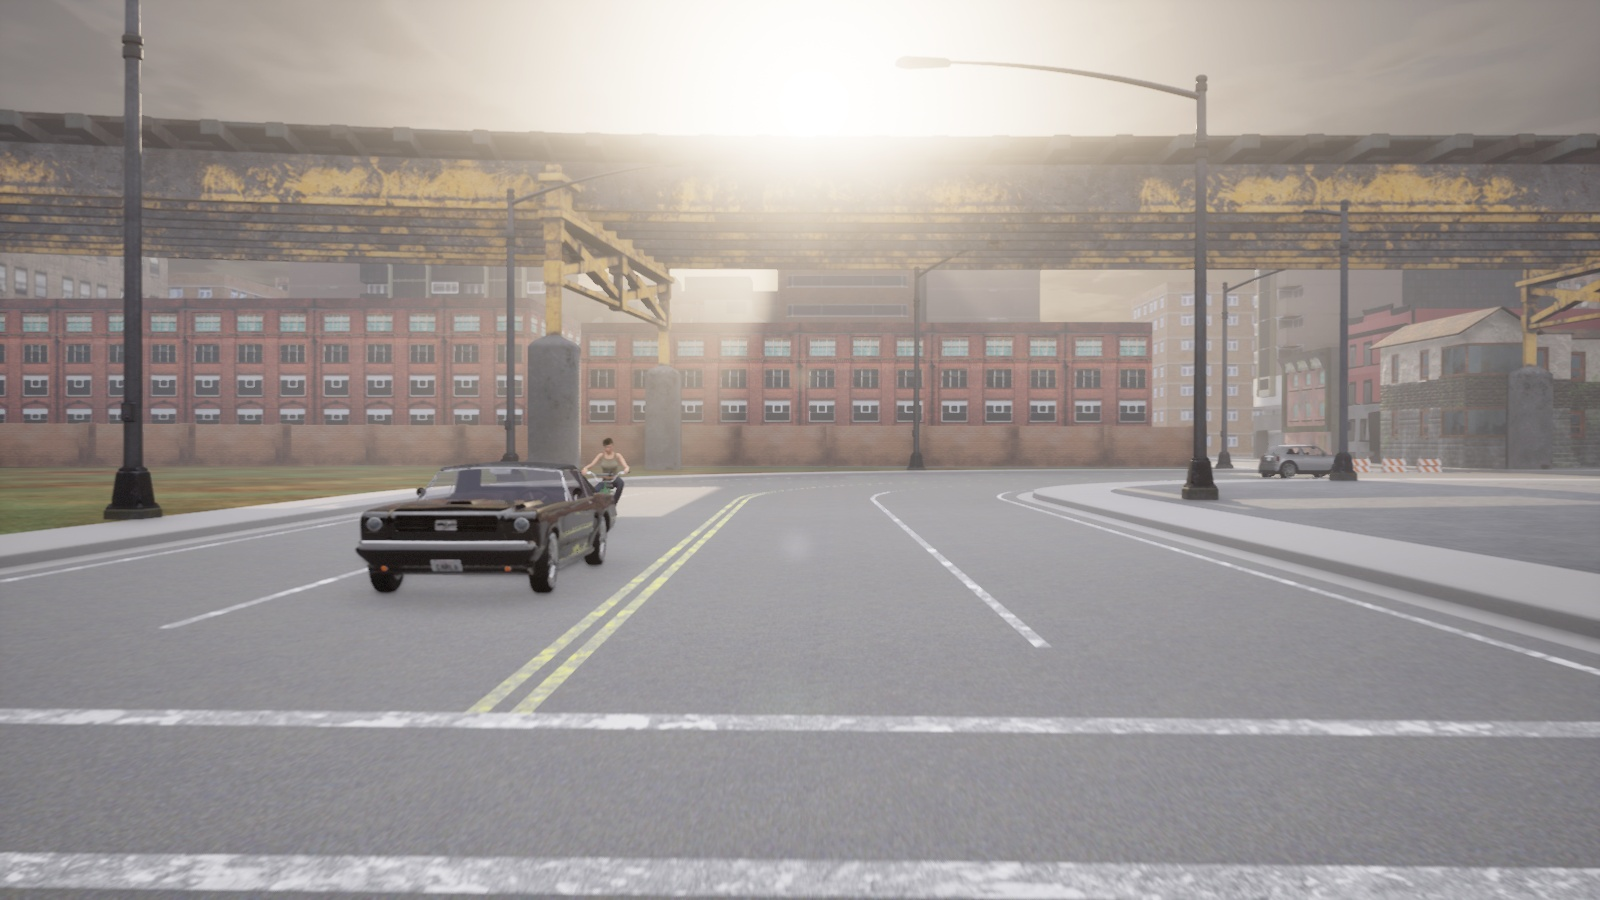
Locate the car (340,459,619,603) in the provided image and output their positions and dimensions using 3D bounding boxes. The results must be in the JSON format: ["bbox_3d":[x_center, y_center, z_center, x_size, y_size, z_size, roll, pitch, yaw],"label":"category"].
[{"bbox_3d":[-3.389,0.789,14.305,1.895,1.301,4.718,0,0,1],"label":"car"}]

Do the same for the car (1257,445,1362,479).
[{"bbox_3d":[22.530,0.505,55.602,3.806,1.475,1.970,0,0,-9],"label":"car"}]

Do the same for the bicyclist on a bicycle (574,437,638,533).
[{"bbox_3d":[-3.359,0.583,21.837,0.866,1.612,1.509,0,0,0],"label":"bicyclist on a bicycle"}]
